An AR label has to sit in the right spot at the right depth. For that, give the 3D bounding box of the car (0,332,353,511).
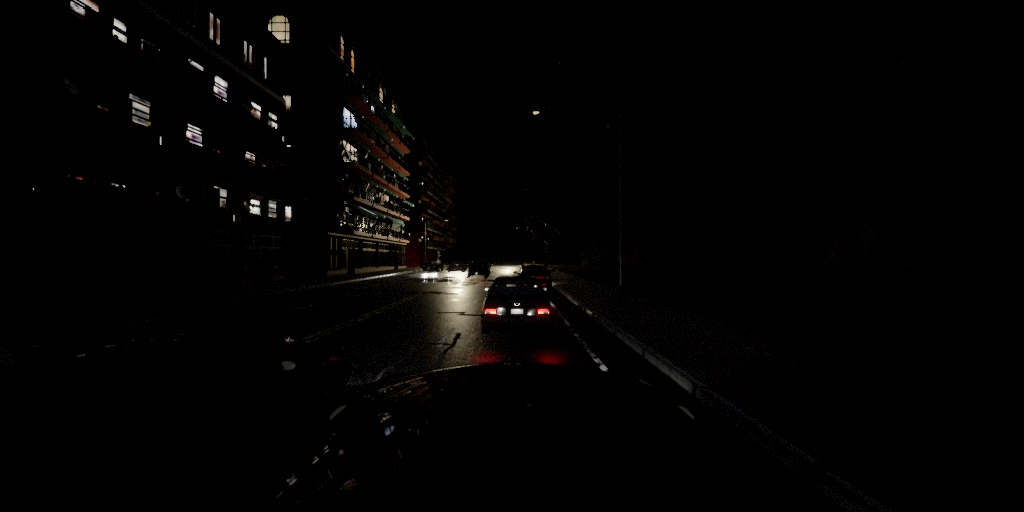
[{"bbox_3d":[-3.152,1.297,2.543,2.033,1.411,5.357,0,0,0],"label":"car"}]

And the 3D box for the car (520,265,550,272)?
[{"bbox_3d":[1.169,1.257,20.296,1.837,1.490,4.892,0,0,0],"label":"car"}]

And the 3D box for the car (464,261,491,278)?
[{"bbox_3d":[-3.092,1.257,33.873,1.837,1.490,4.892,0,0,0],"label":"car"}]

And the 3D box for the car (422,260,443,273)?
[{"bbox_3d":[-9.774,1.243,44.526,2.128,1.511,4.902,0,0,0],"label":"car"}]

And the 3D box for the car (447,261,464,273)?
[{"bbox_3d":[-6.527,1.277,43.141,1.812,1.442,4.674,0,0,0],"label":"car"}]

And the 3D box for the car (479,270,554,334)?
[{"bbox_3d":[0.116,1.299,10.608,2.033,1.411,5.357,0,0,0],"label":"car"}]

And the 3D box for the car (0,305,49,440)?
[{"bbox_3d":[-6.604,1.298,1.646,2.033,1.411,5.357,0,0,0],"label":"car"}]
